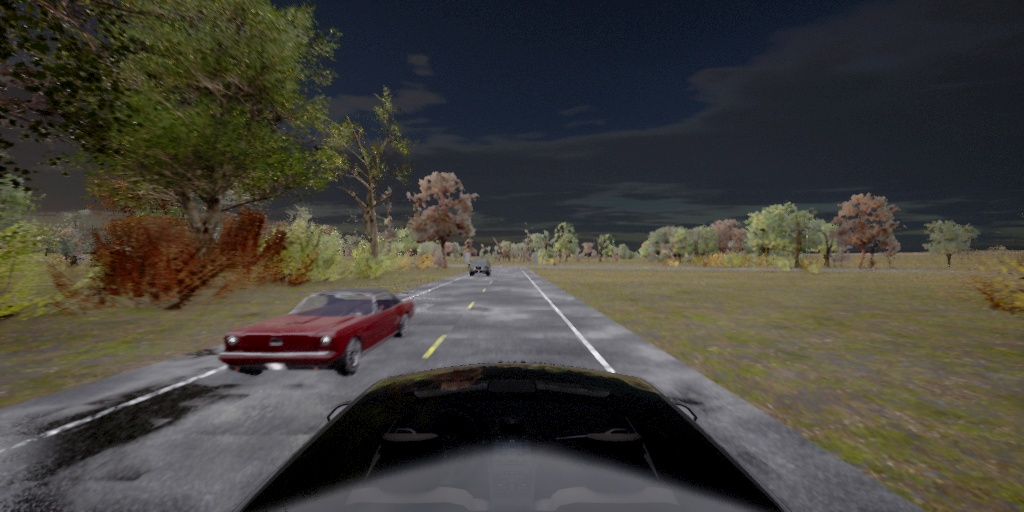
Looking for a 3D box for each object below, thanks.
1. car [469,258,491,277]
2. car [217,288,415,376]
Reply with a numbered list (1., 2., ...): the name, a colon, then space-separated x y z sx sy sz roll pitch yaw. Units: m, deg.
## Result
1. car: -3.590 1.283 41.128 2.150 2.045 5.566 0 -1 0
2. car: -3.599 1.399 7.683 1.895 1.301 4.718 0 0 0
